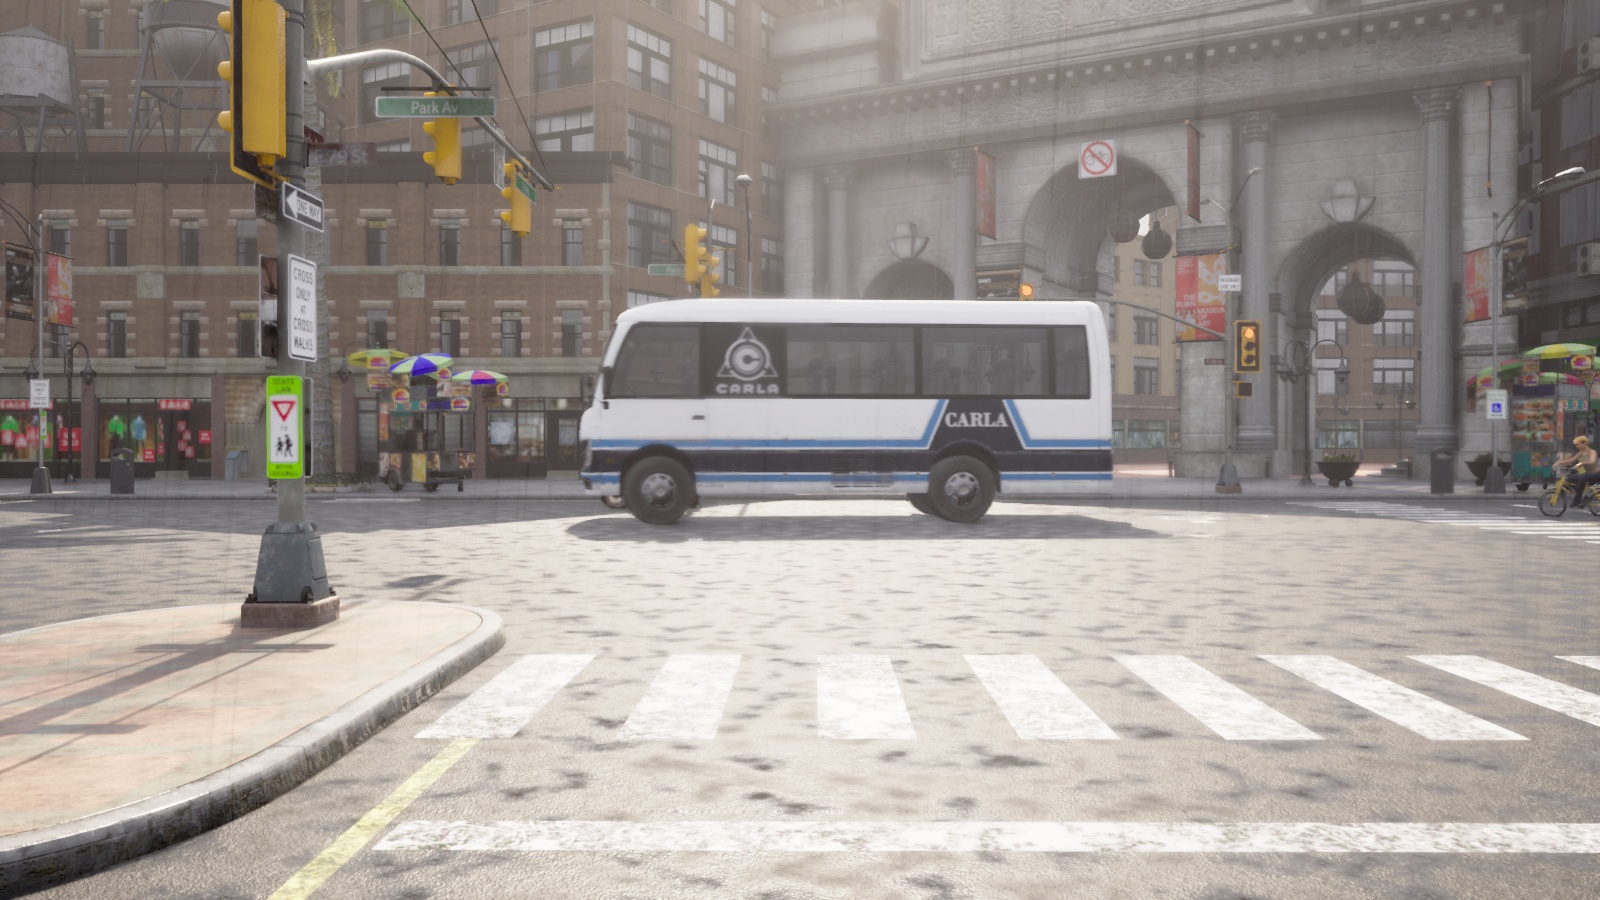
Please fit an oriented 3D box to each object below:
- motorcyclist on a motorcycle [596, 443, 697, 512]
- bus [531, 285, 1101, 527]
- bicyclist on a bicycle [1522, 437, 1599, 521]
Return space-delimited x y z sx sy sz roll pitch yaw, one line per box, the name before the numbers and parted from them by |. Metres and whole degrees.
motorcyclist on a motorcycle | -3.465 0.618 28.464 2.191 1.530 0.866 0 0 1
bus | 0.221 -0.768 24.489 10.273 4.253 3.944 0 0 -5
bicyclist on a bicycle | 15.216 0.556 24.706 1.509 1.612 0.866 0 0 1
